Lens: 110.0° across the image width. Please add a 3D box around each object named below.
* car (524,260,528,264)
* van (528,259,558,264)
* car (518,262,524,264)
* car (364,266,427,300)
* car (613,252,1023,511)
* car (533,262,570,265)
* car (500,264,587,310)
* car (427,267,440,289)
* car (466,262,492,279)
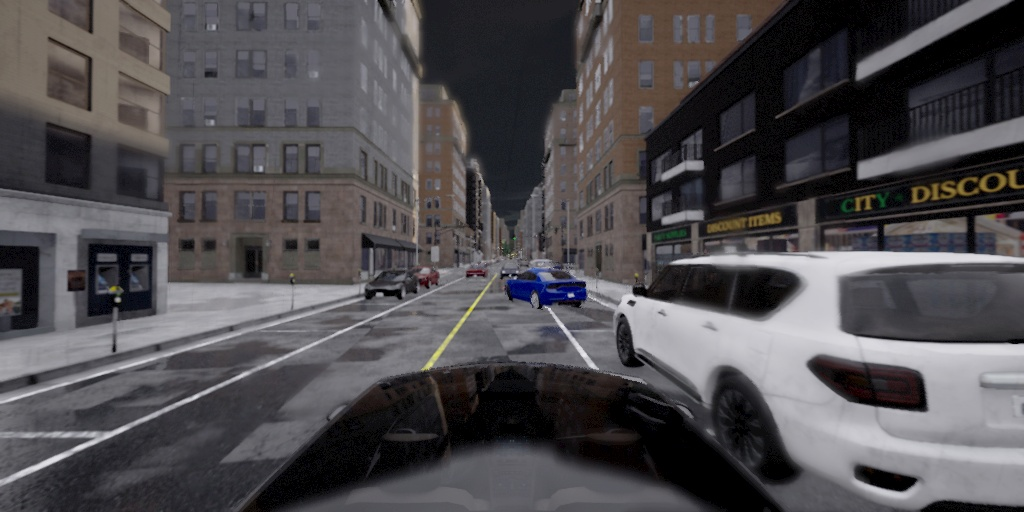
[{"bbox_3d":[2.448,1.392,35.538,1.751,1.417,4.829,0,0,0],"label":"car"},{"bbox_3d":[2.487,1.188,29.694,1.690,1.789,3.998,0,0,0],"label":"van"},{"bbox_3d":[-0.127,1.464,34.085,1.895,1.301,4.718,0,0,0],"label":"car"},{"bbox_3d":[-5.963,1.377,18.295,1.948,1.339,4.313,0,0,0],"label":"car"},{"bbox_3d":[3.090,0.988,4.802,2.150,2.045,5.566,0,0,0],"label":"car"},{"bbox_3d":[2.524,1.353,24.191,1.751,1.417,4.829,0,0,0],"label":"car"},{"bbox_3d":[1.251,1.275,15.231,1.882,1.535,5.008,-1,0,-21],"label":"car"},{"bbox_3d":[-6.001,1.376,23.967,1.888,1.381,4.507,0,0,0],"label":"car"},{"bbox_3d":[-3.285,1.466,34.220,1.895,1.301,4.718,0,0,0],"label":"car"}]
